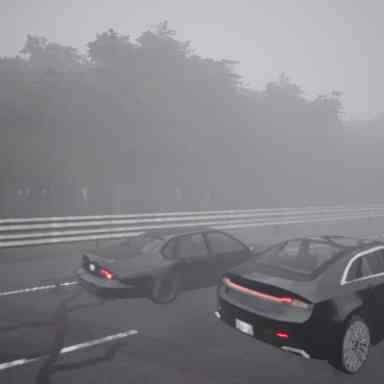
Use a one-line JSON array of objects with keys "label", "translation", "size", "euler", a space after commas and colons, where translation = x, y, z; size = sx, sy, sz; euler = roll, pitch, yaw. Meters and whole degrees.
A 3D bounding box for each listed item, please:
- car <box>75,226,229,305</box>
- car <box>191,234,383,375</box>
[{"label": "car", "translation": [0.050, 1.559, 8.087], "size": [5.357, 1.411, 2.033], "euler": [0, 0, -35]}, {"label": "car", "translation": [2.634, 1.505, 5.632], "size": [4.902, 1.511, 2.128], "euler": [0, 0, -36]}]
